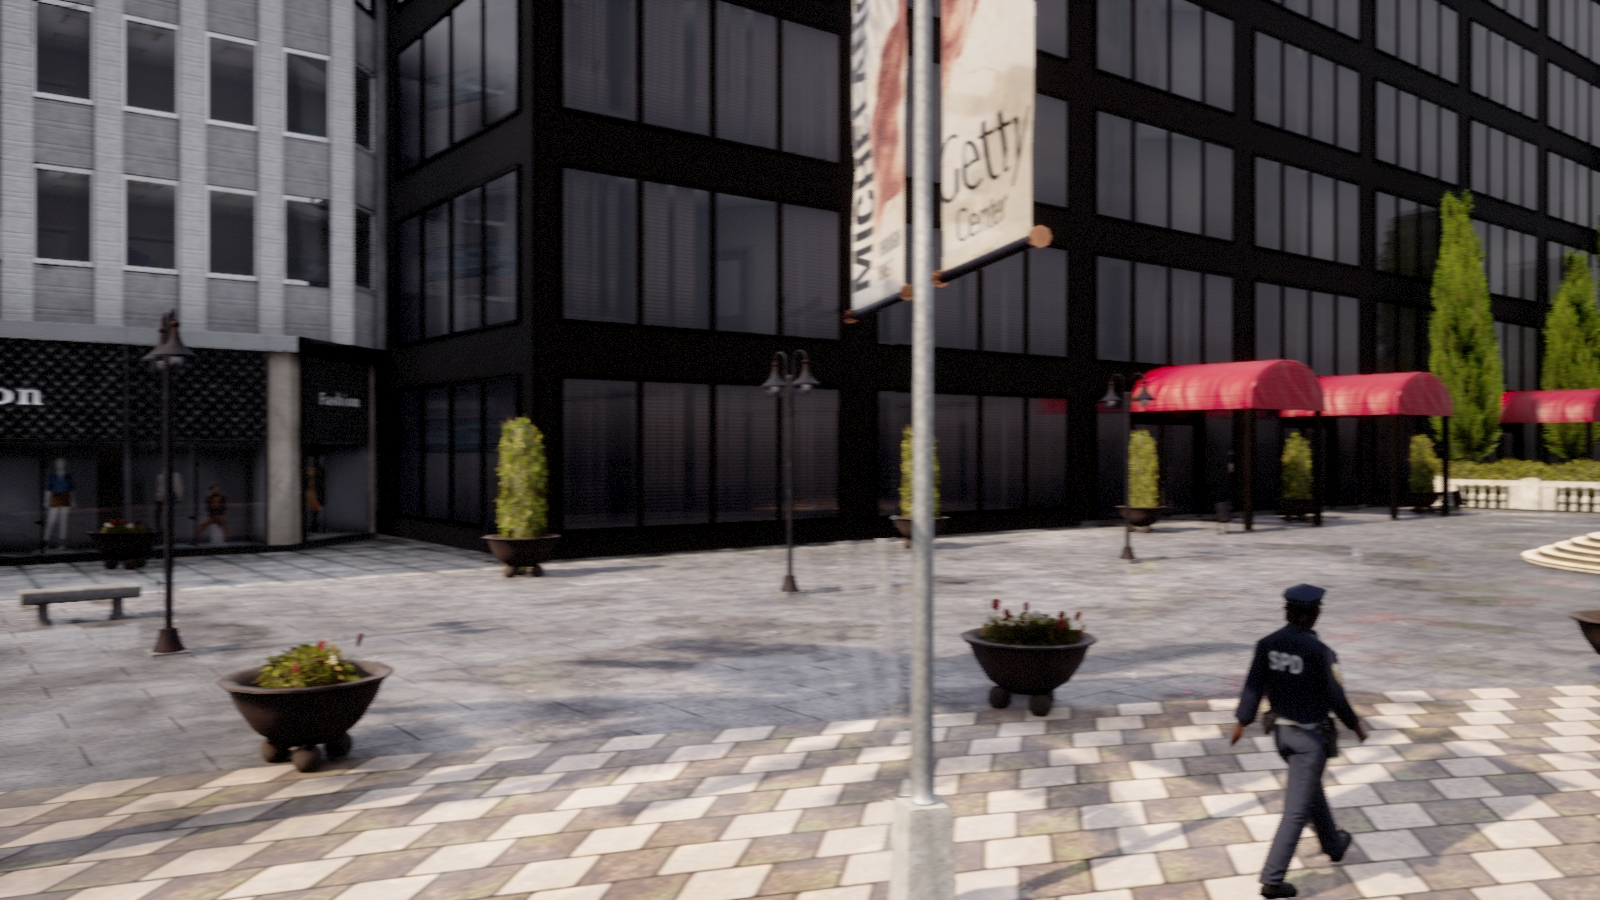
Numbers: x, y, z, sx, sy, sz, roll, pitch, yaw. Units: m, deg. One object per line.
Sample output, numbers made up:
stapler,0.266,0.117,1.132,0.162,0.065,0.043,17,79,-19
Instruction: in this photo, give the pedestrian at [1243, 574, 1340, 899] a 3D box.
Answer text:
pedestrian,2.899,1.690,6.750,0.375,1.860,0.375,0,0,-31
